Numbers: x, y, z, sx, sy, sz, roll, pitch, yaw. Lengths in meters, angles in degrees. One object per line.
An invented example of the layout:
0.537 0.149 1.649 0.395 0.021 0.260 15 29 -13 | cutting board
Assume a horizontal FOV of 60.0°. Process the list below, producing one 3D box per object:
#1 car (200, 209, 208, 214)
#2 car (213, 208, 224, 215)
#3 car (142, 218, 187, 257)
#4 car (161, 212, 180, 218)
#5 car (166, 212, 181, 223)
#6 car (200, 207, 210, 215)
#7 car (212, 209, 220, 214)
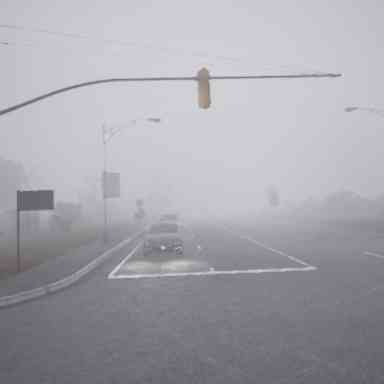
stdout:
3.423 5.529 95.206 2.033 1.411 5.357 -2 -2 1 | car
6.823 4.855 84.878 2.097 1.767 4.553 -2 -2 0 | car
-1.373 2.309 17.017 1.837 1.490 4.892 -2 -2 -3 | car
-1.887 2.666 28.323 2.097 1.767 4.553 -2 -3 -3 | car
-2.786 3.800 50.445 2.128 1.511 4.902 -2 -3 -2 | car
3.322 4.817 84.484 2.150 2.045 5.566 -2 -2 0 | car
6.922 5.452 95.156 1.895 1.301 4.718 -2 -2 1 | car
